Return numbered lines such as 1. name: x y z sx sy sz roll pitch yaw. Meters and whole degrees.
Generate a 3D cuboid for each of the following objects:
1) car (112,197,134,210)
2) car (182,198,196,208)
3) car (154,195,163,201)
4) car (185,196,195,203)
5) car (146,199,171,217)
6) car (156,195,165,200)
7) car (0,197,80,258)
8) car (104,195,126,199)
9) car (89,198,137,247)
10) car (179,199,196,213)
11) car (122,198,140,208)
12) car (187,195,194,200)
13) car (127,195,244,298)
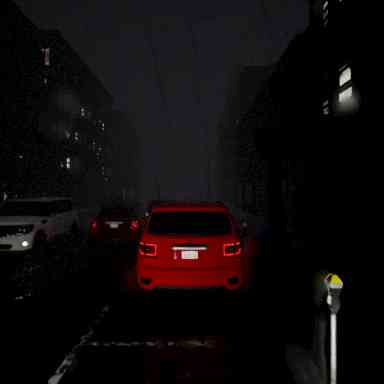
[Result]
1. car: -8.834 1.439 42.793 1.967 1.590 4.097 0 0 0
2. car: -0.454 1.543 48.426 1.887 1.381 4.507 0 0 0
3. car: -8.834 1.541 87.882 2.008 1.369 4.403 0 0 0
4. car: -0.453 1.545 70.970 2.008 1.369 4.403 0 0 0
5. car: -3.144 1.477 32.345 1.882 1.535 5.008 0 0 0
6. car: -8.834 1.539 93.519 2.008 1.369 4.403 0 0 0
7. car: -6.245 1.222 13.157 2.150 2.045 5.566 0 0 0
8. car: -8.833 1.314 37.157 2.192 1.841 5.009 0 0 0
9. car: -3.047 1.353 15.133 2.097 1.767 4.553 0 0 0
10. car: -0.454 1.525 37.323 1.752 1.417 4.829 0 0 0
11. car: -8.834 1.543 48.430 1.887 1.381 4.507 0 0 0
12. car: -0.452 1.513 93.685 1.752 1.417 4.829 0 0 0
13. car: -0.038 1.229 8.679 2.150 2.045 5.566 0 0 0
